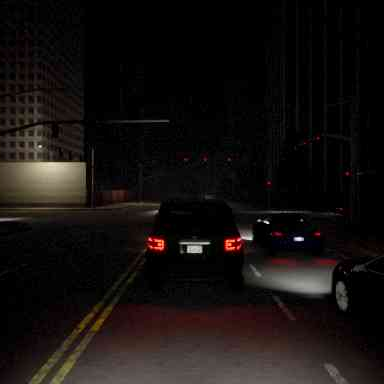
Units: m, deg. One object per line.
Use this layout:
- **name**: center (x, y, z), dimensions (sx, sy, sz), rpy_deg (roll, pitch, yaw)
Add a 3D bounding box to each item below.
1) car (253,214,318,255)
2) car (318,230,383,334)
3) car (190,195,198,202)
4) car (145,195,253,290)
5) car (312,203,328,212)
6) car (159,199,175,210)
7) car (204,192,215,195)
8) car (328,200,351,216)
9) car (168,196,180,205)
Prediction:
- **car**: center (3.644, 1.564, 13.267), dimensions (1.994, 1.385, 4.181), rpy_deg (0, 0, 1)
- **car**: center (3.622, 1.505, 4.590), dimensions (1.837, 1.490, 4.892), rpy_deg (0, 0, 0)
- **car**: center (0.419, 1.358, 73.879), dimensions (1.837, 1.490, 4.892), rpy_deg (0, 0, 0)
- **car**: center (0.094, 1.221, 9.226), dimensions (2.150, 2.045, 5.566), rpy_deg (0, 0, 1)
- **car**: center (15.835, 1.545, 36.622), dimensions (4.718, 1.301, 1.895), rpy_deg (0, 0, 0)
- **car**: center (-3.153, 1.600, 43.015), dimensions (1.895, 1.301, 4.718), rpy_deg (0, 0, -3)
- **car**: center (3.919, 1.083, 73.889), dimensions (2.150, 2.045, 5.566), rpy_deg (0, 0, 0)
- **car**: center (15.260, 1.491, 29.290), dimensions (5.357, 1.411, 2.033), rpy_deg (0, 0, -1)
- **car**: center (-3.237, 1.504, 59.558), dimensions (1.837, 1.490, 4.892), rpy_deg (0, 0, 1)
